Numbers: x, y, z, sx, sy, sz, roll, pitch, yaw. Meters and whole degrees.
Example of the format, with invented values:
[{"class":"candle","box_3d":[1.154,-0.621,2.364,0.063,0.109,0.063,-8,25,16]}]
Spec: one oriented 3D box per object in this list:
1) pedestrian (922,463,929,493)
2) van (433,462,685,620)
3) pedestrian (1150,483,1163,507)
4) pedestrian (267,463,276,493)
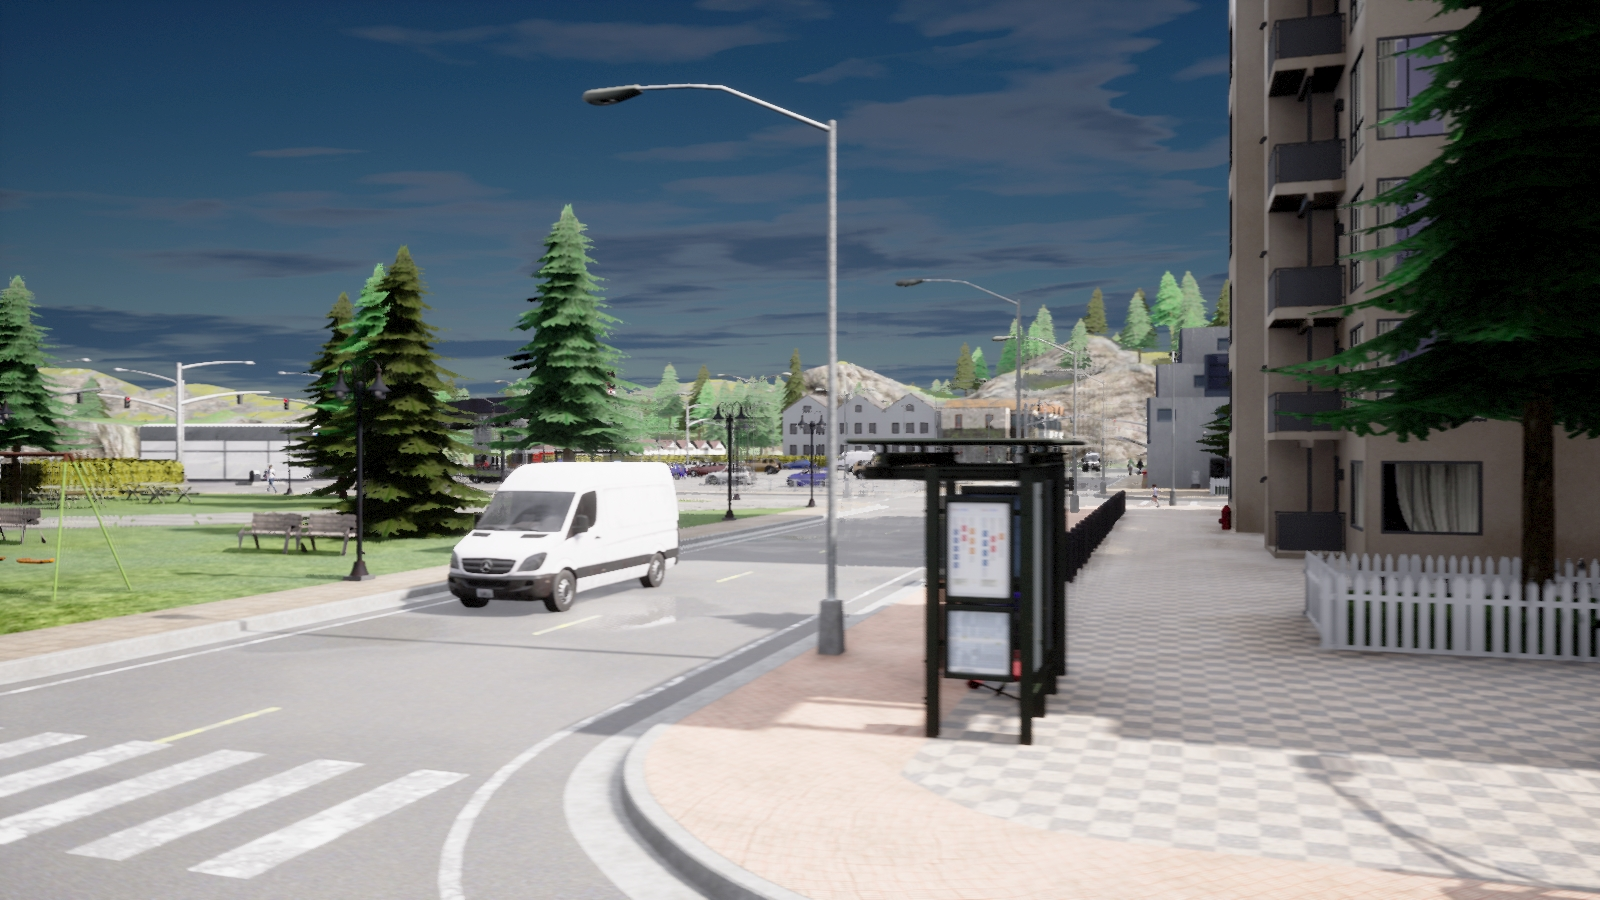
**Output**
[{"class":"pedestrian","box_3d":[7.784,1.717,70.835,0.375,1.860,0.375,0,0,-10]},{"class":"van","box_3d":[-4.340,1.524,21.879,1.988,2.561,5.915,0,0,18]},{"class":"pedestrian","box_3d":[16.627,2.081,53.264,0.500,1.100,0.500,0,0,30]},{"class":"pedestrian","box_3d":[-32.522,1.717,70.339,0.375,1.860,0.375,0,0,14]}]
